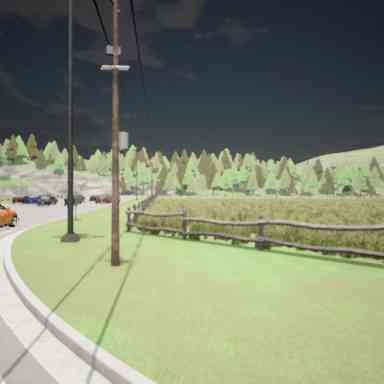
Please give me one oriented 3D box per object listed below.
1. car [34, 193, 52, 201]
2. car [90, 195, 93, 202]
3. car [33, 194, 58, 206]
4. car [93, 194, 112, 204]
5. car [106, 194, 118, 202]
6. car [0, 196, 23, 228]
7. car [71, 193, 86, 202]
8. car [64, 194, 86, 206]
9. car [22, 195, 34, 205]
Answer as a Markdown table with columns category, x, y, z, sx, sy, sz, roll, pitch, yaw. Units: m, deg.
| category | x | y | z | sx | sy | sz | roll | pitch | yaw |
| --- | --- | --- | --- | --- | --- | --- | --- | --- | --- |
| car | -30.796 | 1.071 | 68.842 | 1.882 | 1.535 | 5.008 | 0 | 0 | -5 |
| car | -20.429 | 1.261 | 70.796 | 1.882 | 1.535 | 5.008 | 0 | 0 | -5 |
| car | -21.948 | 1.352 | 50.627 | 1.812 | 1.442 | 4.674 | 0 | 0 | -5 |
| car | -15.729 | 1.174 | 59.280 | 2.097 | 1.767 | 4.553 | 0 | 0 | -5 |
| car | -16.920 | 1.293 | 70.816 | 1.837 | 1.490 | 4.892 | 0 | 0 | -5 |
| car | -11.564 | 1.278 | 18.814 | 2.097 | 1.767 | 4.553 | 0 | 0 | -11 |
| car | -23.875 | 1.131 | 70.020 | 2.097 | 1.767 | 4.553 | 0 | 0 | -5 |
| car | -18.606 | 1.308 | 52.468 | 1.882 | 1.535 | 5.008 | 0 | 0 | -5 |
| car | -25.925 | 1.282 | 55.524 | 1.882 | 1.535 | 5.008 | 0 | -1 | -5 |
